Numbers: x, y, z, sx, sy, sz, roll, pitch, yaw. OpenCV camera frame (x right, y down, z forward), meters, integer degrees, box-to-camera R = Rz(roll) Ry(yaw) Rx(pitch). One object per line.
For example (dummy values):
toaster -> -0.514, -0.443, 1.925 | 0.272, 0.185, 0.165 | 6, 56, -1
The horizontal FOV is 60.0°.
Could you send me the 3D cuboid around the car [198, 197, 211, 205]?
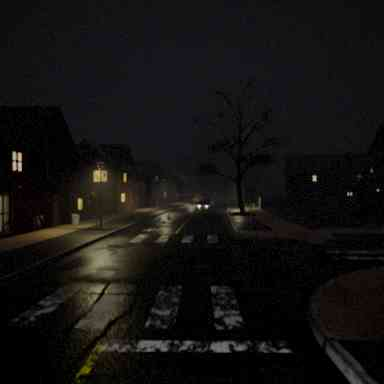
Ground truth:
car -> 2.230, 1.547, 58.199 | 2.033, 1.411, 5.357 | 0, 0, 9
